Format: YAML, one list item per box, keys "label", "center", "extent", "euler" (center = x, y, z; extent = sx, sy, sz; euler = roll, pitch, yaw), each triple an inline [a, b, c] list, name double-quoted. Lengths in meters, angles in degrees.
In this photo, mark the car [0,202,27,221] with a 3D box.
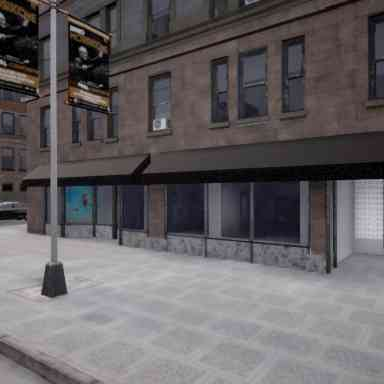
- label: "car"
  center: [-14.158, 1.545, 25.258]
  extent: [1.837, 1.490, 4.892]
  euler: [0, 0, 37]
